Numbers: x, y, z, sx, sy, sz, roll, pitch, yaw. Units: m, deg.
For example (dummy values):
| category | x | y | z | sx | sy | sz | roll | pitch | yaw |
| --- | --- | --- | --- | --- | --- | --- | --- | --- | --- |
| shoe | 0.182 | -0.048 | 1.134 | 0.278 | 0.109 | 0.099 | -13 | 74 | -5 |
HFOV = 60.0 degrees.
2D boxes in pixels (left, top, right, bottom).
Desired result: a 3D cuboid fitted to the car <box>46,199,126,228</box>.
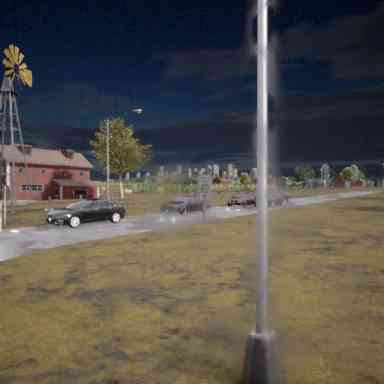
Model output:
| category | x | y | z | sx | sy | sz | roll | pitch | yaw |
| --- | --- | --- | --- | --- | --- | --- | --- | --- | --- |
| car | -6.201 | 1.196 | 19.865 | 1.837 | 1.490 | 4.892 | 1 | 2 | 37 |

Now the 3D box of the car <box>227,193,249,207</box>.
| category | x | y | z | sx | sy | sz | roll | pitch | yaw |
| --- | --- | --- | --- | --- | --- | --- | --- | --- | --- |
| car | 5.476 | 0.856 | 35.892 | 1.994 | 1.385 | 4.181 | 1 | 2 | 36 |

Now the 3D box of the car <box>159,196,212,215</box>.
| category | x | y | z | sx | sy | sz | roll | pitch | yaw |
| --- | --- | --- | --- | --- | --- | --- | --- | --- | --- |
| car | -0.384 | 1.043 | 27.828 | 2.033 | 1.411 | 5.357 | 1 | 2 | 36 |

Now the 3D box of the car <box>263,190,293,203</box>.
| category | x | y | z | sx | sy | sz | roll | pitch | yaw |
| --- | --- | --- | --- | --- | --- | --- | --- | --- | --- |
| car | 11.481 | 0.571 | 44.107 | 2.128 | 1.511 | 4.902 | 1 | 2 | 36 |

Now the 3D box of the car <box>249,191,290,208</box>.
| category | x | y | z | sx | sy | sz | roll | pitch | yaw |
| --- | --- | --- | --- | --- | --- | --- | --- | --- | --- |
| car | 8.150 | 0.841 | 34.569 | 1.837 | 1.490 | 4.892 | 1 | 2 | 36 |
